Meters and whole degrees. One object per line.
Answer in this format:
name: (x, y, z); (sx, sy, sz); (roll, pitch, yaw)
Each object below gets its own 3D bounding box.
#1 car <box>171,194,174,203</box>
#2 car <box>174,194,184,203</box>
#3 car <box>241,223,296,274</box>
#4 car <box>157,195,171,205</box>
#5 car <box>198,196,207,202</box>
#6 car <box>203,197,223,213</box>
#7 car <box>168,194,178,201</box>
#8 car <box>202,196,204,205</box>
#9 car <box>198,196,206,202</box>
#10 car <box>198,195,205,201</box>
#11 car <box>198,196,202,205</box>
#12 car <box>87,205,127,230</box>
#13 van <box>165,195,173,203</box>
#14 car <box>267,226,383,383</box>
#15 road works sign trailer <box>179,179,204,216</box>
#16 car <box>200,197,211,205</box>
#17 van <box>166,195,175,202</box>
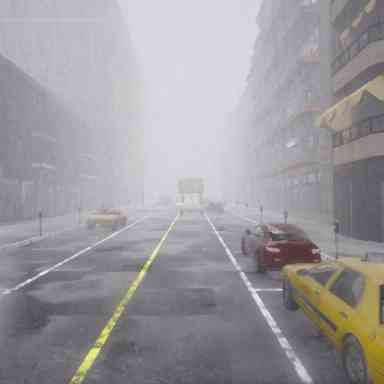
car: (-5.290, 1.456, 65.587); (2.192, 1.841, 5.009); (2, 0, 0)
car: (-2.751, 1.665, 75.993); (2.128, 1.511, 4.902); (0, 0, 0)
car: (2.584, 1.589, 10.219); (1.802, 1.307, 4.206); (1, 0, 0)
car: (-5.296, 1.646, 59.884); (1.752, 1.417, 4.829); (2, 0, 0)
car: (2.583, 1.756, 82.115); (1.887, 1.381, 4.507); (1, 0, 0)
car: (2.584, 1.598, 37.869); (1.887, 1.381, 4.507); (1, 0, 0)
car: (-5.292, 1.582, 93.238); (2.192, 1.841, 5.009); (1, 0, 0)
car: (2.585, 1.593, 43.571); (1.752, 1.417, 4.829); (1, 0, 0)
car: (2.583, 1.783, 87.645); (1.887, 1.381, 4.507); (1, 0, 0)
car: (2.593, 1.707, 93.177); (1.967, 1.590, 4.097); (1, 0, 0)
car: (2.584, 1.666, 59.991); (1.887, 1.381, 4.507); (1, 0, 0)
car: (-5.294, 1.545, 21.177); (1.752, 1.417, 4.829); (2, 0, 0)
van: (-5.291, 1.526, 76.645); (1.690, 1.788, 3.998); (2, 0, 0)
car: (2.586, 1.528, 4.860); (1.752, 1.417, 4.829); (2, 0, 0)
road works sign trailer: (-0.039, 0.484, 33.535); (2.380, 3.560, 2.880); (-1, 0, 0)
car: (2.583, 1.692, 65.523); (2.008, 1.369, 4.403); (1, 0, 0)
van: (-5.292, 1.552, 82.177); (1.690, 1.788, 3.998); (1, 0, 0)
